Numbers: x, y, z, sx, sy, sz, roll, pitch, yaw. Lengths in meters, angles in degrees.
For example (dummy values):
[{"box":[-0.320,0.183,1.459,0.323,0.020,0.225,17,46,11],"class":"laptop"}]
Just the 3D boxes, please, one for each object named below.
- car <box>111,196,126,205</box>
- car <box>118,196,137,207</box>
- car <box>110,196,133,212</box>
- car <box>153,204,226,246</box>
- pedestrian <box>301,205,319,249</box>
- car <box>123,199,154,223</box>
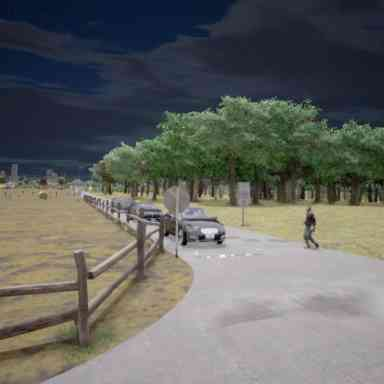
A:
[{"box":[-13.551,1.504,60.828,2.033,1.411,5.357,1,0,-19],"class":"car"},{"box":[-9.864,1.483,50.766,2.128,1.511,4.902,1,0,-20],"class":"car"},{"box":[-7.908,1.449,36.859,1.837,1.490,4.892,1,-1,-20],"class":"car"},{"box":[-0.079,1.460,15.296,2.128,1.511,4.902,1,0,-19],"class":"car"},{"box":[4.746,1.360,13.394,0.375,1.860,0.375,1,0,-20],"class":"pedestrian"},{"box":[-3.491,1.506,24.739,2.033,1.411,5.357,1,0,-20],"class":"car"}]
